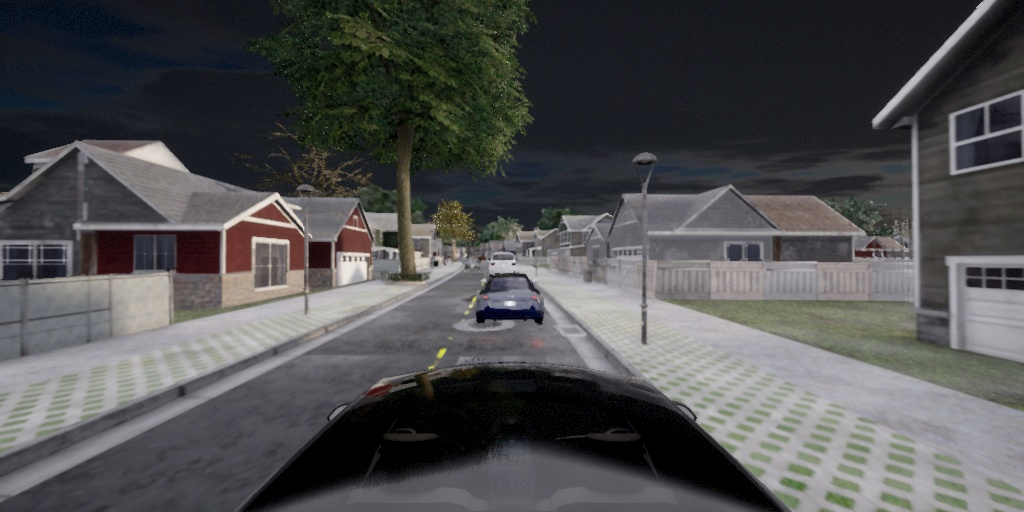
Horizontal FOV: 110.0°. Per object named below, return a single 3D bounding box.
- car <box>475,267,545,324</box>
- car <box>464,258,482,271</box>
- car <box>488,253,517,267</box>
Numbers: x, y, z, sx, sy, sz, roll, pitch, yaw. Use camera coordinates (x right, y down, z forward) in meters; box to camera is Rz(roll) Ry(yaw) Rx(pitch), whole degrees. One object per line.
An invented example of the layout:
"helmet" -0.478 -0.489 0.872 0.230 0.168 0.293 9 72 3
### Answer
"car" -0.081 1.222 11.586 1.994 1.385 4.181 0 1 -1
"car" -4.746 0.956 43.461 2.128 1.511 4.902 0 0 -5
"car" -0.773 0.749 29.237 2.150 2.045 5.566 0 0 -3
